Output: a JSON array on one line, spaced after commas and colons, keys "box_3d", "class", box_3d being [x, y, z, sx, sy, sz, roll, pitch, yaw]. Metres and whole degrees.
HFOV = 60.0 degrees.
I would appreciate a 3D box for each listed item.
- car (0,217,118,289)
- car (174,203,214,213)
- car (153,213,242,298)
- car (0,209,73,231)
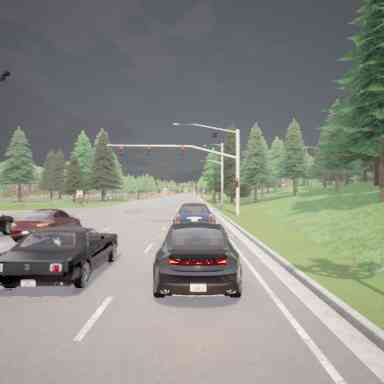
[{"box_3d": [-3.390, 1.601, 9.126, 1.895, 1.301, 4.718, 0, 0, 0], "class": "car"}, {"box_3d": [0.118, 1.352, 17.606, 2.097, 1.767, 4.553, 0, 0, 0], "class": "car"}, {"box_3d": [0.109, 1.505, 8.512, 1.837, 1.490, 4.892, 0, 0, 0], "class": "car"}, {"box_3d": [-6.883, 1.526, 16.008, 1.812, 1.442, 4.674, 0, 0, 0], "class": "car"}]
